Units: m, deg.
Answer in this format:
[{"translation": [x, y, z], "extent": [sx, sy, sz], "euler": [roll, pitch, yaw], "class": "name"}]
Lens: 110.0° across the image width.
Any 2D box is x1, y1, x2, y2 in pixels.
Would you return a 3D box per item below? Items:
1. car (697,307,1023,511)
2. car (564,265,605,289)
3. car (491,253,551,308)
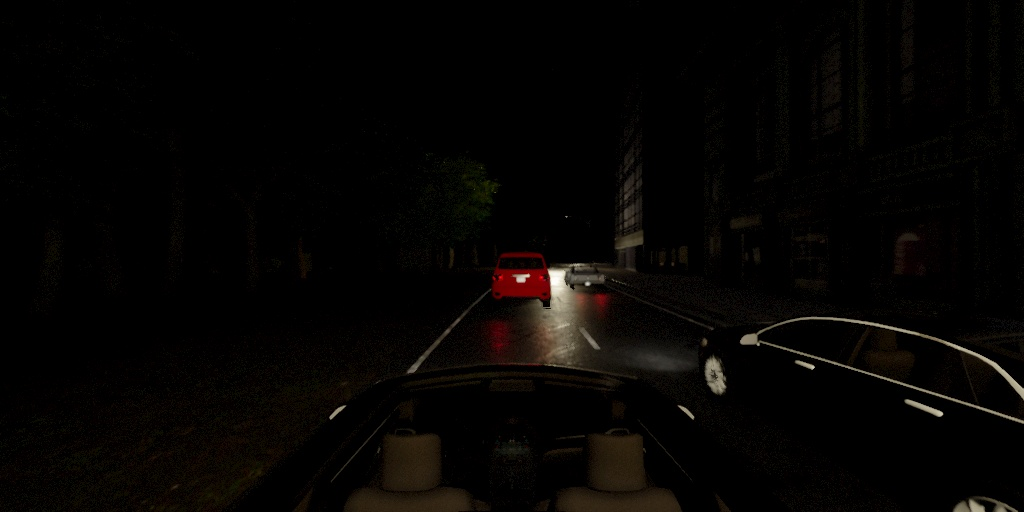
[{"translation": [3.647, 1.247, 3.364], "extent": [1.837, 1.490, 4.892], "euler": [0, 0, 0], "class": "car"}, {"translation": [4.276, 1.229, 21.827], "extent": [1.895, 1.301, 4.718], "euler": [0, 0, 3], "class": "car"}, {"translation": [0.410, 0.881, 14.750], "extent": [2.150, 2.045, 5.566], "euler": [0, 0, 2], "class": "car"}]
